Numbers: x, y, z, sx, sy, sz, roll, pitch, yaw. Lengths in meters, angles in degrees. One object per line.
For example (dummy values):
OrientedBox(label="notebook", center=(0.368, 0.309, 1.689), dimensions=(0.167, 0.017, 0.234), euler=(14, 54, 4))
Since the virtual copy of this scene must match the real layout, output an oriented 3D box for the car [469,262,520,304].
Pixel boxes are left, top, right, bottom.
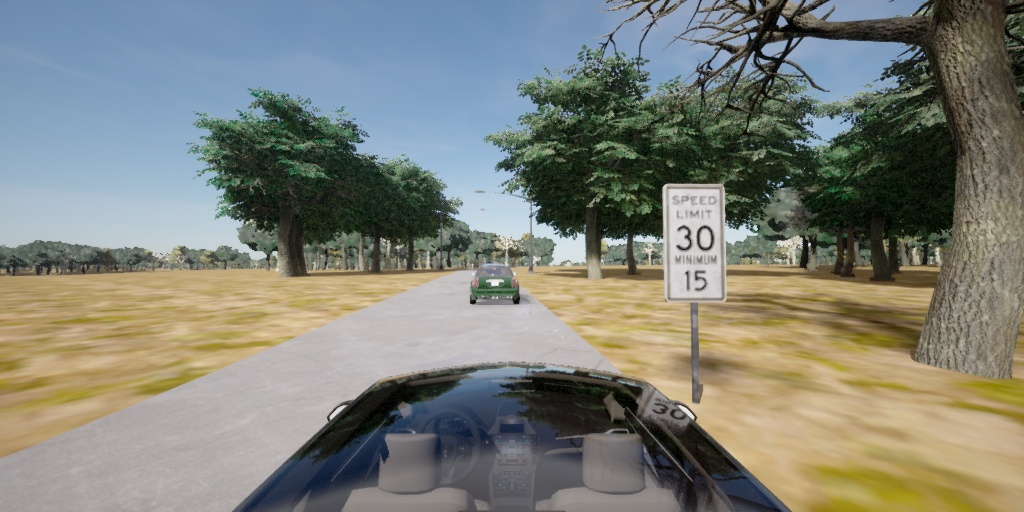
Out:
OrientedBox(label="car", center=(-0.828, 1.150, 16.559), dimensions=(2.097, 1.767, 4.553), euler=(0, 0, -4))
